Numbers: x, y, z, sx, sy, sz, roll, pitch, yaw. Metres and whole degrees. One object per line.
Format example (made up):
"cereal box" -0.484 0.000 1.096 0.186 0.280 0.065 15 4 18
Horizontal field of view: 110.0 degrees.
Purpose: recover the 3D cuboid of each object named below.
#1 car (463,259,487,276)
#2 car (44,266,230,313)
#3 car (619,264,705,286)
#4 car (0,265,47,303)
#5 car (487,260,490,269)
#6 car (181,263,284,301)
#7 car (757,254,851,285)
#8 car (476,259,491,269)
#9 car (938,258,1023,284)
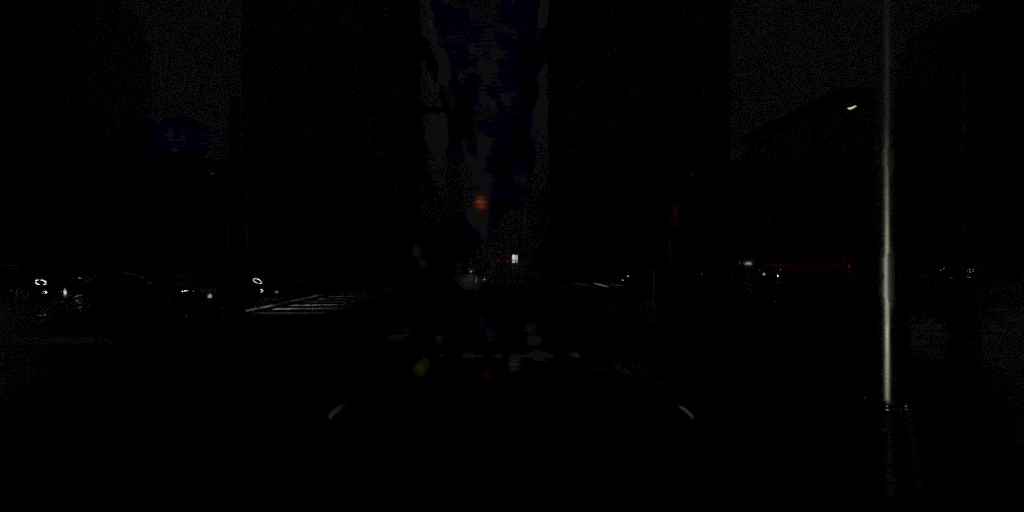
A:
"car" -4.001 1.260 37.526 2.128 1.511 4.902 0 0 -2
"car" -14.029 1.288 13.775 4.902 1.511 2.128 0 0 0
"car" 10.209 1.243 24.539 5.357 1.411 2.033 0 0 -2
"car" -23.008 1.182 16.793 4.553 1.767 2.097 0 0 -2
"car" -4.288 1.284 47.905 1.837 1.490 4.892 0 0 -2
"car" -13.510 1.144 17.089 4.553 1.767 2.097 0 0 -2
"car" 20.166 0.882 24.851 5.566 2.045 2.150 0 0 -2
"car" -4.572 1.282 58.301 2.128 1.511 4.902 0 0 -1
"car" 33.083 0.972 25.242 4.553 1.767 2.097 0 0 -2
